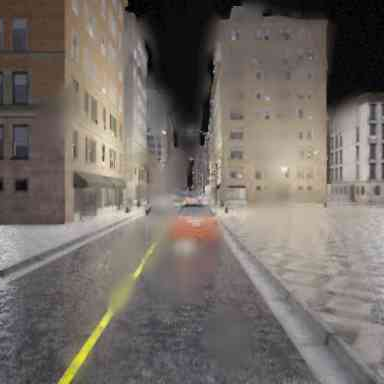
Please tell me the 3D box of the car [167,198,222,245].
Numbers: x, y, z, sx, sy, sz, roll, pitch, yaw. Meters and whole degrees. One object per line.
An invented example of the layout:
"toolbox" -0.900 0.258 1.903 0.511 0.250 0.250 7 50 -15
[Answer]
"car" 0.111 1.299 15.389 2.097 1.767 4.553 0 1 -2

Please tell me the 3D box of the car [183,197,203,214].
"car" 0.103 1.353 33.978 1.882 1.535 5.008 0 0 0

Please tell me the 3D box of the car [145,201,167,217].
"car" -3.031 1.491 30.081 1.895 1.301 4.718 0 0 1
